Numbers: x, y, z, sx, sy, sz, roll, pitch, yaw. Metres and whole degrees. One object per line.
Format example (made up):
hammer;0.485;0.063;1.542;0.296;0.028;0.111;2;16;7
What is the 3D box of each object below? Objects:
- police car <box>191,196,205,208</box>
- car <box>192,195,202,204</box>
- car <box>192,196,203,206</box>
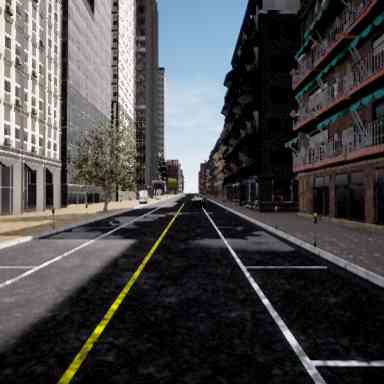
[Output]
police car;0.900;1.415;47.581;1.930;1.638;5.238;0;0;0
car;0.900;1.452;63.663;1.801;1.575;5.366;0;0;0
car;0.900;1.445;57.663;1.801;1.575;5.366;0;0;0
